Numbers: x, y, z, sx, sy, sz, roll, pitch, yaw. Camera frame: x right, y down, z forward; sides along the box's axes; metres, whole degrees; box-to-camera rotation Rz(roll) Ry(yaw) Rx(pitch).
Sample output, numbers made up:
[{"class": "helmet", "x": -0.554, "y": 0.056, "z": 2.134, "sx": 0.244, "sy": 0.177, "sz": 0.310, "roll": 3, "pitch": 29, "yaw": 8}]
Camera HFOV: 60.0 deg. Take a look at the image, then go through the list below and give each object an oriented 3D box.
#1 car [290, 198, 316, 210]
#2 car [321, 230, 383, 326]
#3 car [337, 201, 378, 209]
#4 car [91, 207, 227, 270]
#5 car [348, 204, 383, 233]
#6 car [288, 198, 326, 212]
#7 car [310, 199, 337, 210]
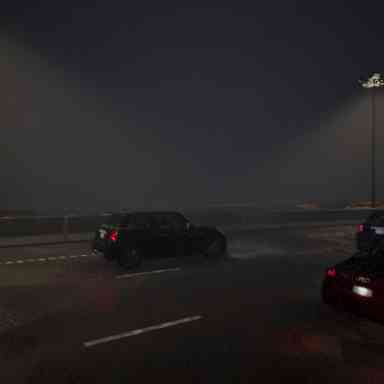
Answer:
[{"class": "car", "x": 14.612, "y": 1.765, "z": 39.692, "sx": 5.008, "sy": 1.535, "sz": 1.882, "roll": 1, "pitch": 0, "yaw": -23}, {"class": "car", "x": 4.515, "y": 1.629, "z": 6.565, "sx": 4.181, "sy": 1.385, "sz": 1.994, "roll": 1, "pitch": 0, "yaw": -32}, {"class": "car", "x": 17.329, "y": 1.765, "z": 33.262, "sx": 5.008, "sy": 1.535, "sz": 1.882, "roll": 1, "pitch": 0, "yaw": -23}, {"class": "car", "x": -0.972, "y": 1.384, "z": 11.364, "sx": 4.553, "sy": 1.767, "sz": 2.097, "roll": 1, "pitch": 0, "yaw": -33}, {"class": "car", "x": 8.624, "y": 1.480, "z": 13.080, "sx": 4.553, "sy": 1.767, "sz": 2.097, "roll": 1, "pitch": 0, "yaw": -30}, {"class": "car", "x": 15.108, "y": 1.660, "z": 43.699, "sx": 4.553, "sy": 1.767, "sz": 2.097, "roll": 1, "pitch": 0, "yaw": -23}, {"class": "car", "x": 15.696, "y": 1.789, "z": 36.359, "sx": 4.892, "sy": 1.490, "sz": 1.837, "roll": 1, "pitch": 0, "yaw": -23}]
